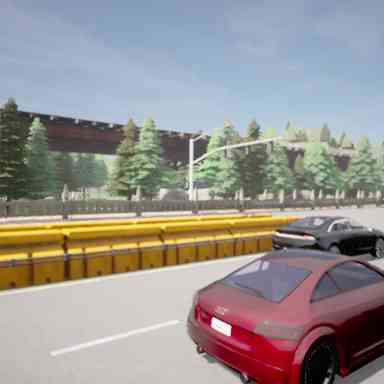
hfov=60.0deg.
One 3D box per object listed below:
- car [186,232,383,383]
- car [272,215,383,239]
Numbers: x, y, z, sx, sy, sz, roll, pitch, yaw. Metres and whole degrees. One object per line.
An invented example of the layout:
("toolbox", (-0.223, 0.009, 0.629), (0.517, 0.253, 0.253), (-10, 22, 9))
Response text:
("car", (1.982, 1.598, 5.163), (4.181, 1.385, 1.994), (0, 0, -36))
("car", (4.879, 1.570, 11.532), (4.902, 1.511, 2.128), (0, 0, -36))
